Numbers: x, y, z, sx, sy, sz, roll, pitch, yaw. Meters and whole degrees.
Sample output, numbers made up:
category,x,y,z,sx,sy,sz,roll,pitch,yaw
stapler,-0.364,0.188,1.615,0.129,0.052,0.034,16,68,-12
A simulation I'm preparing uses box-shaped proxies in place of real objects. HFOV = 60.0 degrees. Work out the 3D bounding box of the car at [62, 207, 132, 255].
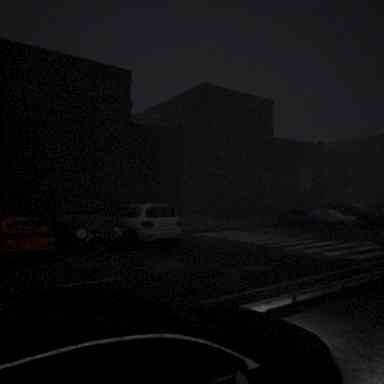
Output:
category,x,y,z,sx,sy,sz,roll,pitch,yaw
car,-4.831,1.694,15.237,2.185,1.767,4.553,1,-1,-36

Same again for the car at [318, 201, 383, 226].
category,x,y,z,sx,sy,sz,roll,pitch,yaw
car,13.056,1.793,27.940,2.435,2.045,5.566,1,-1,-36

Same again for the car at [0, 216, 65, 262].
category,x,y,z,sx,sy,sz,roll,pitch,yaw
car,-7.054,1.786,13.603,2.097,1.535,5.008,1,-1,-36

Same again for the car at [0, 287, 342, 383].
category,x,y,z,sx,sy,sz,roll,pitch,yaw
car,-0.773,1.580,2.591,4.892,1.490,1.837,1,-1,-36

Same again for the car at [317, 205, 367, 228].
category,x,y,z,sx,sy,sz,roll,pitch,yaw
car,10.794,2.060,26.357,2.002,1.452,4.674,1,-1,-36

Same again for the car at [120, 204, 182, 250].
category,x,y,z,sx,sy,sz,roll,pitch,yaw
car,-2.685,1.599,16.768,2.435,2.045,5.566,1,-1,-36

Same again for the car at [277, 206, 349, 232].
category,x,y,z,sx,sy,sz,roll,pitch,yaw
car,8.568,2.023,24.729,2.163,1.488,4.792,1,-1,-36
